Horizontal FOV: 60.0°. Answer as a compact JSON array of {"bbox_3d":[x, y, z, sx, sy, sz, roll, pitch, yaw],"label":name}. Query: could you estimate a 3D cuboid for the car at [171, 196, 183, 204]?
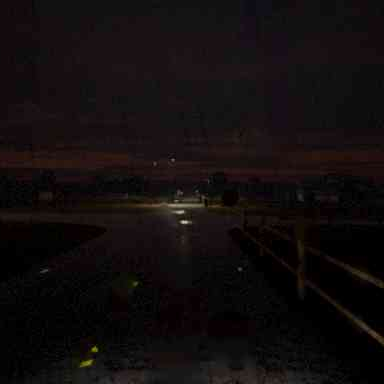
[{"bbox_3d":[-2.749,1.475,60.918,2.128,1.511,4.902,0,1,0],"label":"car"}]
